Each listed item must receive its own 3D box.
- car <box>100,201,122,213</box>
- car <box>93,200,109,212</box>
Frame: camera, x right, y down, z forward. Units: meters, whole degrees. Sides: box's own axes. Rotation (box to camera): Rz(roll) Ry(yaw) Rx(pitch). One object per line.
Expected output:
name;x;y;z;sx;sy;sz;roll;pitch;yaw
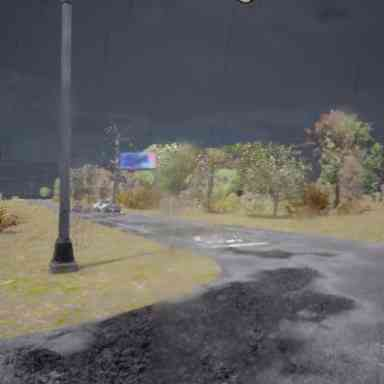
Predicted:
car;-12.495;2.584;52.258;2.033;1.411;5.357;1;-1;-27
car;-15.840;2.383;58.600;2.150;2.045;5.566;1;-1;-28
